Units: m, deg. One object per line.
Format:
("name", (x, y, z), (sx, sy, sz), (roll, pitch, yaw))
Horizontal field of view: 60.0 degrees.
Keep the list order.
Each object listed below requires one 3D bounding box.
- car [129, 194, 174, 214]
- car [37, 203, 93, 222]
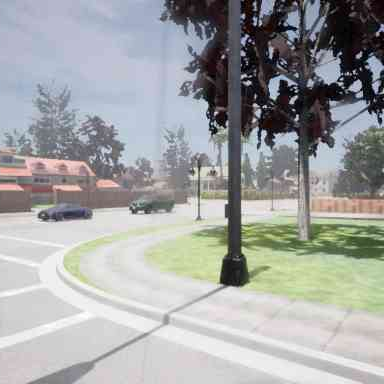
("car", (-4.163, 1.221, 35.229), (2.150, 2.045, 5.566), (0, 0, 35))
("car", (-10.033, 1.565, 26.558), (1.994, 1.385, 4.181), (0, 0, 34))
